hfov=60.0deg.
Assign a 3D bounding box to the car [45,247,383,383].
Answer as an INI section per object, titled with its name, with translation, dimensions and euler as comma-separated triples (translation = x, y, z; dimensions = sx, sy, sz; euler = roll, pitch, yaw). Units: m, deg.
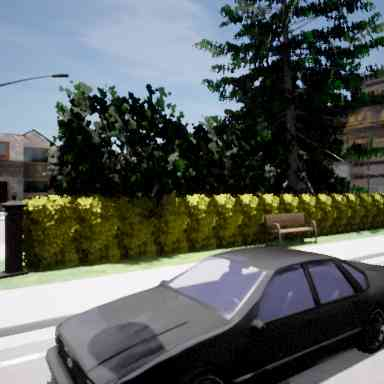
[car]
translation = 0.970, 1.546, 4.630
dimensions = 5.357, 1.411, 2.033
euler = 0, 0, -34
